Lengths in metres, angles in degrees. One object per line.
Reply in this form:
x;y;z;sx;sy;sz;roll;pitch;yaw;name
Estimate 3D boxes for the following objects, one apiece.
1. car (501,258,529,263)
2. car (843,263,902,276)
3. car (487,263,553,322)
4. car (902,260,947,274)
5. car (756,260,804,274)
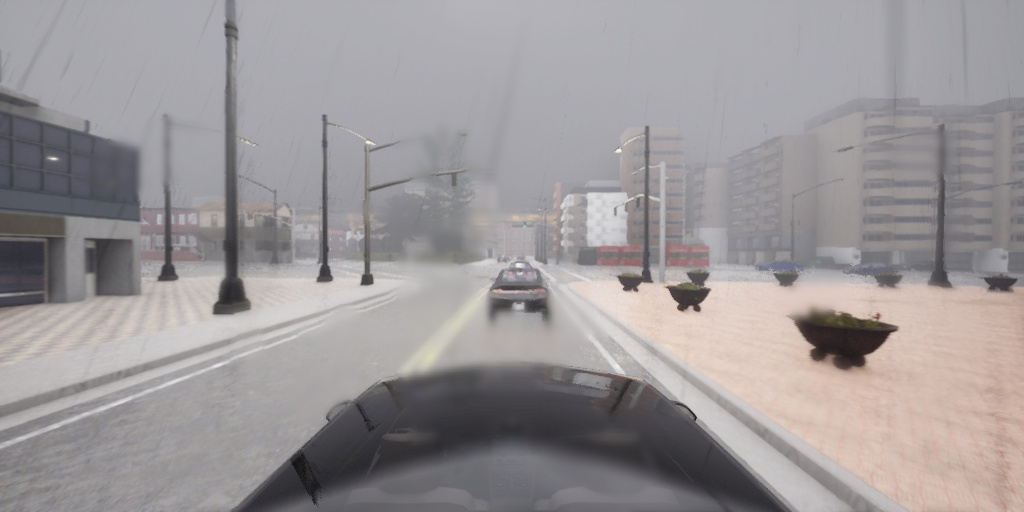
0.572;1.082;24.815;2.033;1.411;5.357;0;0;2;car
39.281;1.469;39.454;4.674;1.442;1.812;1;1;1;car
0.275;1.140;11.850;2.128;1.511;4.902;0;0;2;car
48.517;1.269;42.725;5.008;1.535;1.882;1;1;1;car
32.117;1.257;43.084;5.008;1.535;1.882;1;1;1;car
